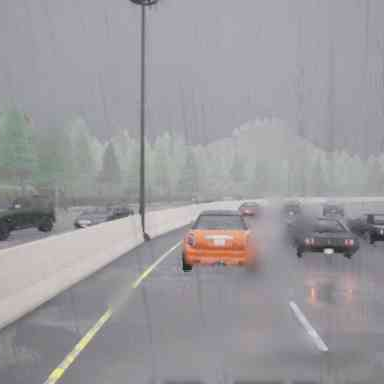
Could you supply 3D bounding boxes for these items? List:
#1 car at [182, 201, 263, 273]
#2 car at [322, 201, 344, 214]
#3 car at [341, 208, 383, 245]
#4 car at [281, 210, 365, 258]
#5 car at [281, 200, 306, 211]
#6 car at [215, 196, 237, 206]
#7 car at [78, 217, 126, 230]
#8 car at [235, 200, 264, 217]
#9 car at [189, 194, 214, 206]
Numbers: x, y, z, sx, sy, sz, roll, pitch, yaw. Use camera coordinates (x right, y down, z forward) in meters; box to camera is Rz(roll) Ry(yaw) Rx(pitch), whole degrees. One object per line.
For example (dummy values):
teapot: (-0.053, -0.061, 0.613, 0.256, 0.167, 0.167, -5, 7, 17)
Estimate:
car: (0.976, 1.346, 10.929, 2.097, 1.767, 4.553, 0, 0, 7)
car: (13.760, 1.569, 32.449, 1.812, 1.442, 4.674, 0, 0, 22)
car: (8.696, 1.633, 15.455, 1.895, 1.301, 4.718, 0, 0, 11)
car: (4.720, 1.614, 12.864, 1.895, 1.301, 4.718, 0, 0, 8)
car: (9.140, 1.524, 30.155, 1.837, 1.490, 4.892, 0, 0, 19)
car: (5.764, 1.499, 55.444, 1.812, 1.442, 4.674, 0, 0, 32)
car: (-4.966, 1.443, 19.233, 2.128, 1.511, 4.902, 0, 0, 12)
car: (5.213, 1.562, 29.472, 1.994, 1.385, 4.181, 0, 0, 18)
car: (1.659, 1.302, 55.433, 2.097, 1.767, 4.553, 0, 0, 31)
